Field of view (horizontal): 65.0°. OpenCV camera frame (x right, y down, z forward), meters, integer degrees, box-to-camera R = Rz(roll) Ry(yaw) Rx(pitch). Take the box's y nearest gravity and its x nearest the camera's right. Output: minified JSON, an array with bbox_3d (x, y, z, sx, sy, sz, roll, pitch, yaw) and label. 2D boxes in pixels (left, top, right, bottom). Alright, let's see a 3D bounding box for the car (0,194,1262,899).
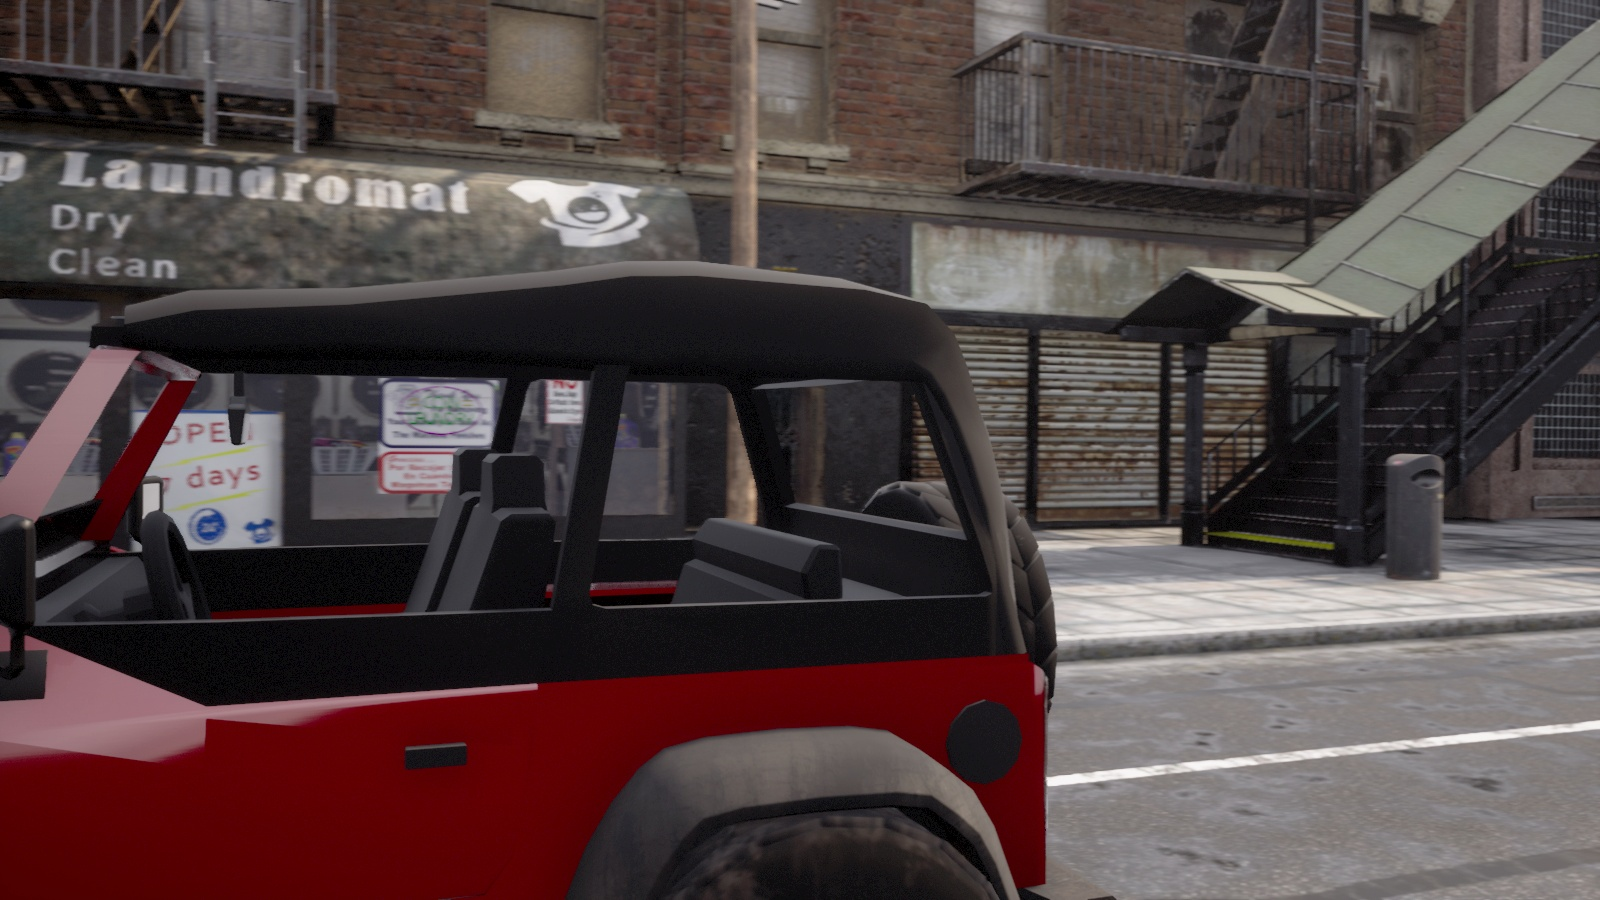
[{"bbox_3d":[-1.199,0.562,2.781,3.866,1.878,1.905,-1,1,-21],"label":"car"}]
